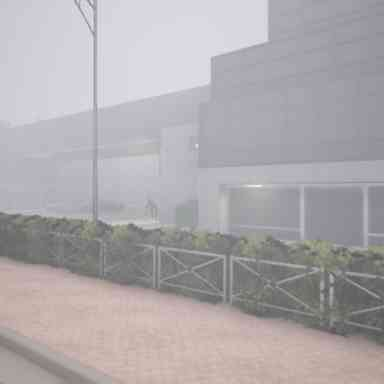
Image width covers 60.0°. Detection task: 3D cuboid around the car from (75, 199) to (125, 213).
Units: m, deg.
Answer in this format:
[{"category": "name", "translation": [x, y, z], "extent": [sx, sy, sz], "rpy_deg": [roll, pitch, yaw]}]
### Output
[{"category": "car", "translation": [-9.415, 1.549, 34.921], "extent": [1.895, 1.301, 4.718], "rpy_deg": [0, 0, 35]}]

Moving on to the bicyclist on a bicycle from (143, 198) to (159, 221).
[{"category": "bicyclist on a bicycle", "translation": [-2.980, 1.273, 24.158], "extent": [1.656, 1.620, 0.582], "rpy_deg": [0, 0, 35]}]

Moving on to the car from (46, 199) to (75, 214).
[{"category": "car", "translation": [-13.219, 1.468, 35.582], "extent": [1.812, 1.442, 4.674], "rpy_deg": [0, 0, 35]}]
